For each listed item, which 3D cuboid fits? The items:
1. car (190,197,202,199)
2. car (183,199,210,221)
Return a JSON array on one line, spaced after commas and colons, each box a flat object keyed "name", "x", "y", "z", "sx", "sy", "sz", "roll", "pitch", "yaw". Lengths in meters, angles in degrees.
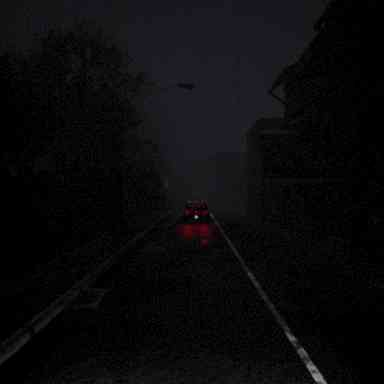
[{"name": "car", "x": 0.490, "y": 1.361, "z": 40.977, "sx": 2.097, "sy": 1.767, "sz": 4.553, "roll": 0, "pitch": -1, "yaw": 1}, {"name": "car", "x": 0.322, "y": 1.464, "z": 25.455, "sx": 1.895, "sy": 1.301, "sz": 4.718, "roll": 0, "pitch": 0, "yaw": 1}]
